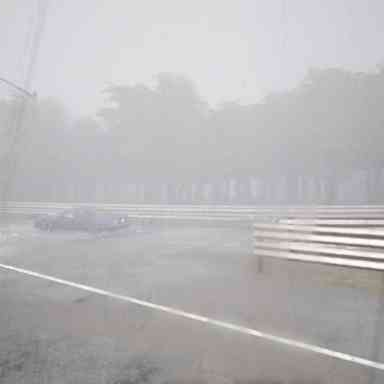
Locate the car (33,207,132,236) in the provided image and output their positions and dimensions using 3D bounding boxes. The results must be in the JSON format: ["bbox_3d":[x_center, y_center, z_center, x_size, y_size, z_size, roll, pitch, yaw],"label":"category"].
[{"bbox_3d":[-6.033,1.550,18.352,5.357,1.411,2.033,0,0,18],"label":"car"}]
